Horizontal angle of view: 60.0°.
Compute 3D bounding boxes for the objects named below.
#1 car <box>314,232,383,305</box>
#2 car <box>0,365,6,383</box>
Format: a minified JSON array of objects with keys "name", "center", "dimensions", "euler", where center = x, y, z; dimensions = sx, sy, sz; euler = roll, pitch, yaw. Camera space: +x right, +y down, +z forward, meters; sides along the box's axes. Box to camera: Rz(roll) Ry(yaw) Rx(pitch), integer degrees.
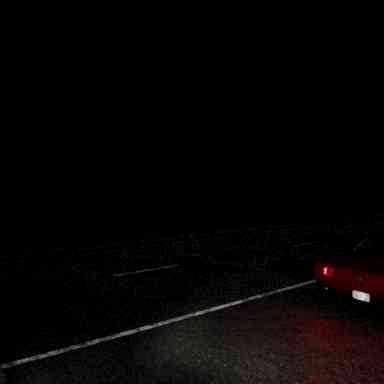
[{"name":"car","center":[4.796,1.521,7.144],"dimensions":[4.718,1.301,1.895],"euler":[-1,1,-35]},{"name":"car","center":[-3.757,1.211,1.073],"dimensions":[5.566,2.045,2.150],"euler":[0,0,-35]}]
